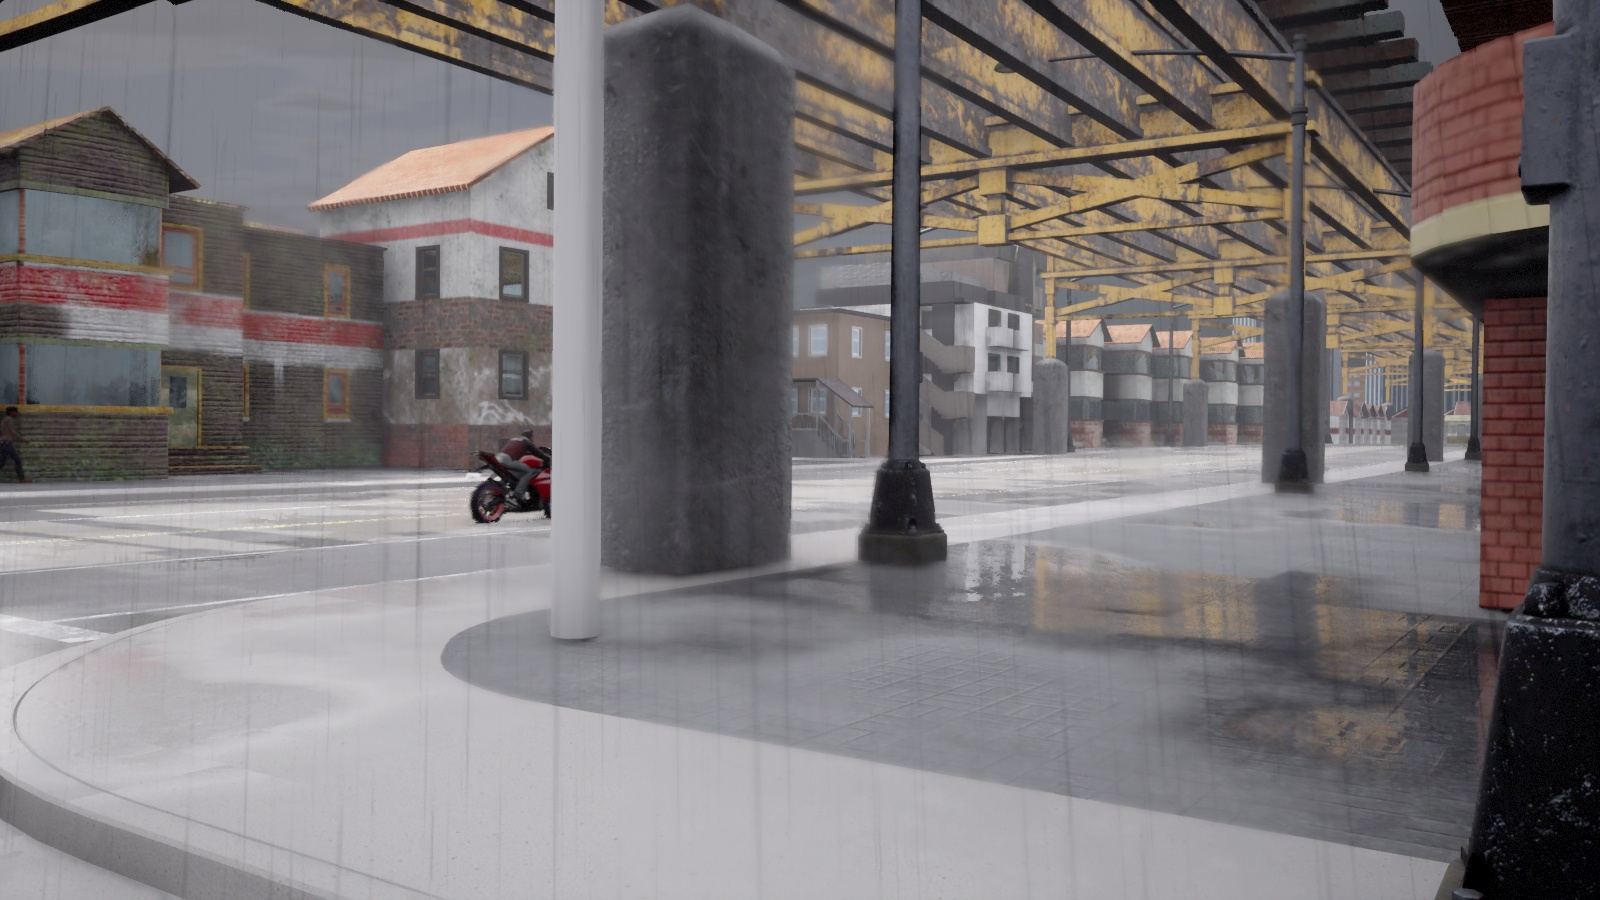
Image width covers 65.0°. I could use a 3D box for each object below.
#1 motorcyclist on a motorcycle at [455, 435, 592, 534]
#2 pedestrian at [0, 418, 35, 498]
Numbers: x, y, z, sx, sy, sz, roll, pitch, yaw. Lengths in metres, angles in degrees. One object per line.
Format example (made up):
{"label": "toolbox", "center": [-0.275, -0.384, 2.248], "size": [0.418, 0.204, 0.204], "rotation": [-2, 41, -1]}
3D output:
{"label": "motorcyclist on a motorcycle", "center": [-4.501, 0.526, 20.620], "size": [0.866, 1.530, 2.191], "rotation": [0, 1, 33]}
{"label": "pedestrian", "center": [-17.868, 0.170, 28.423], "size": [0.869, 1.805, 0.328], "rotation": [-1, 1, -38]}
